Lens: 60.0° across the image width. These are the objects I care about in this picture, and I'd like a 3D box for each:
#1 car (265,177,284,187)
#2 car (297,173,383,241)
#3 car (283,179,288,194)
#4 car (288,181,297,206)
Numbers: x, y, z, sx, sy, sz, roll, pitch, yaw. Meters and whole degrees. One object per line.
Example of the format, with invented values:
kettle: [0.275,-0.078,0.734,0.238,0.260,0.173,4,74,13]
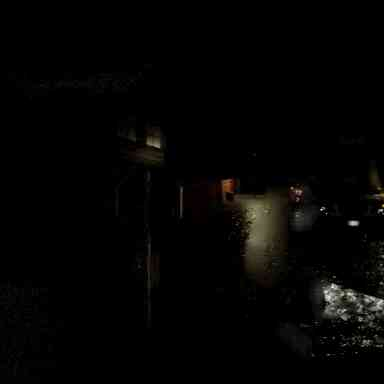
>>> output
car: [13.392,-1.627,53.030,1.882,1.535,5.008,-1,3,-12]
car: [5.210,0.363,12.003,2.150,2.045,5.566,0,3,14]
car: [9.969,-0.387,31.447,1.895,1.301,4.718,0,3,13]
car: [7.620,-0.082,21.684,2.097,1.767,4.553,0,3,14]
